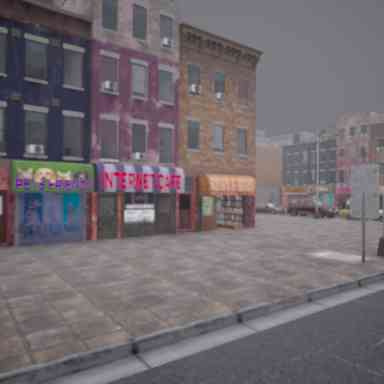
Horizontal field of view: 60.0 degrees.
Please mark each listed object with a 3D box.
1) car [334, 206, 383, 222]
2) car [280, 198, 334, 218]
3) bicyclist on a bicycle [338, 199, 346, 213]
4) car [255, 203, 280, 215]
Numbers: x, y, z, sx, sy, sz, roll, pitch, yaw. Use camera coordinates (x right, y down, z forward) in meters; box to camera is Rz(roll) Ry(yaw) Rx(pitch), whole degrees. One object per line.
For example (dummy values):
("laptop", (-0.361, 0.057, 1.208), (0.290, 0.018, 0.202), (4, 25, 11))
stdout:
("car", (14.879, 1.757, 27.897), (1.752, 1.417, 4.829), (0, 0, -36))
("car", (11.613, 1.561, 32.473), (2.192, 1.841, 5.009), (0, 0, -36))
("bicyclist on a bicycle", (16.166, 1.595, 35.814), (1.656, 1.620, 0.582), (0, 0, -36))
("car", (8.444, 1.842, 36.909), (1.802, 1.307, 4.206), (0, 0, -36))
